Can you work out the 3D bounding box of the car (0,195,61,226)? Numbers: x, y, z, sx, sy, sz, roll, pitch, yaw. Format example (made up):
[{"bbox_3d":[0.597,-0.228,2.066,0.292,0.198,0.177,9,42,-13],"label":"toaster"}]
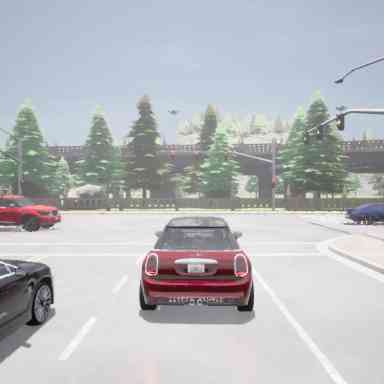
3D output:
[{"bbox_3d":[-10.634,1.203,19.374,5.566,2.045,2.150,0,0,1],"label":"car"}]

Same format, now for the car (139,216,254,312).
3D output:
[{"bbox_3d":[0.149,1.352,7.922,2.097,1.767,4.553,0,0,2],"label":"car"}]

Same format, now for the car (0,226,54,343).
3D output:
[{"bbox_3d":[-3.432,1.492,4.172,2.128,1.511,4.902,0,0,0],"label":"car"}]

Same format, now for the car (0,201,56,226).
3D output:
[{"bbox_3d":[-12.243,1.430,22.905,5.008,1.535,1.882,0,0,1],"label":"car"}]

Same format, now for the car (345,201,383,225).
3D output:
[{"bbox_3d":[12.854,1.470,22.547,4.674,1.442,1.812,0,0,1],"label":"car"}]
